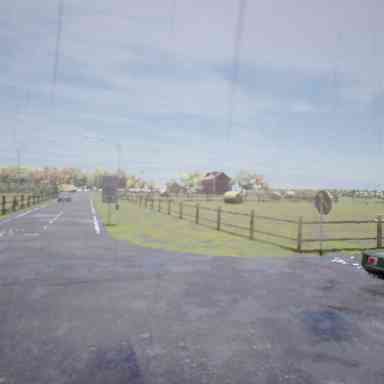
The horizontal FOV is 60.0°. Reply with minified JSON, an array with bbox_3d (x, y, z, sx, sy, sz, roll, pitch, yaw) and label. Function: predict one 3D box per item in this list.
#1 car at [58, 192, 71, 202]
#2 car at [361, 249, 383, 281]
[{"bbox_3d":[-20.452,0.795,53.543,1.812,1.442,4.674,1,0,-17],"label":"car"},{"bbox_3d":[6.428,1.628,7.632,4.718,1.301,1.895,1,-1,-18],"label":"car"}]
